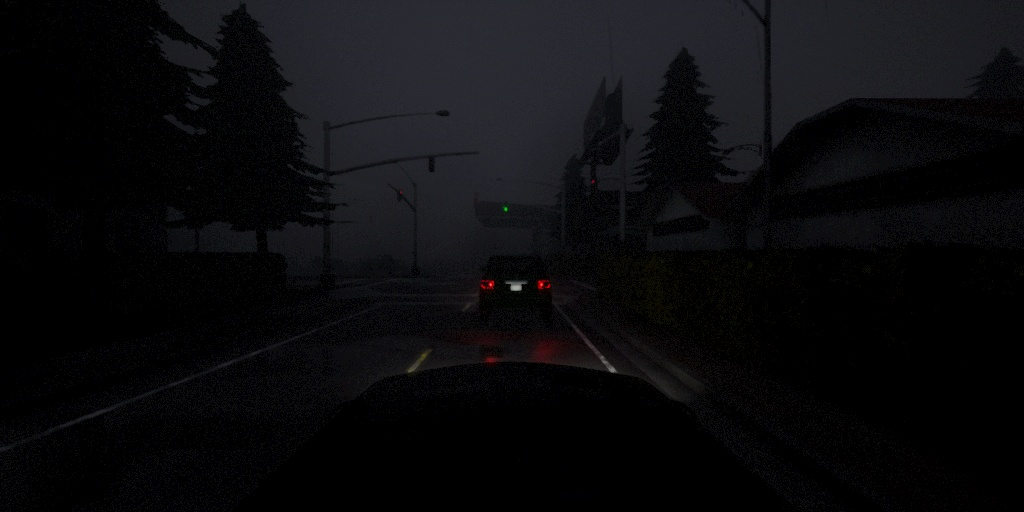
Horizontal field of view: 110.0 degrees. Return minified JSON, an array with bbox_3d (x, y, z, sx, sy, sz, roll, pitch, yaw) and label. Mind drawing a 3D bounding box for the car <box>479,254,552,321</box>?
[{"bbox_3d":[0.047,0.952,12.445,2.150,2.045,5.566,0,0,-1],"label":"car"}]
